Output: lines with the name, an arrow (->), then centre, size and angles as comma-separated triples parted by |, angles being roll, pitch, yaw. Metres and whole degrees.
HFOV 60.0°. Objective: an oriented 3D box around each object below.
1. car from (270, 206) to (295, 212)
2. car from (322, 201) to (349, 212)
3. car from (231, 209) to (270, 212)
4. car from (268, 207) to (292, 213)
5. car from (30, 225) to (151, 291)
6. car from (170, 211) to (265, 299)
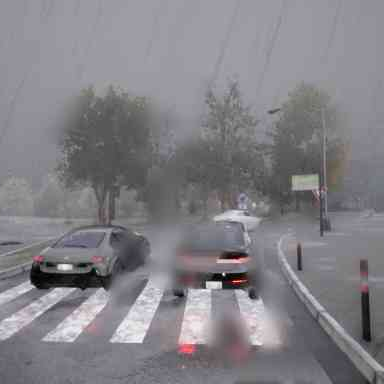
car -> 18.764, 3.622, 68.496 | 4.902, 1.511, 2.128 | -4, -6, 44
car -> 26.834, 2.855, 62.511 | 2.150, 2.045, 5.566 | 1, -5, -22
car -> 3.278, 2.003, 23.154 | 1.812, 1.442, 4.674 | -4, -5, 41
car -> 19.126, 4.001, 72.499 | 4.718, 1.301, 1.895 | -3, -5, 37
car -> -2.486, 1.590, 9.128 | 1.994, 1.385, 4.181 | -1, 0, 7
car -> 0.675, 1.485, 8.497 | 2.128, 1.511, 4.902 | -1, 0, 7
